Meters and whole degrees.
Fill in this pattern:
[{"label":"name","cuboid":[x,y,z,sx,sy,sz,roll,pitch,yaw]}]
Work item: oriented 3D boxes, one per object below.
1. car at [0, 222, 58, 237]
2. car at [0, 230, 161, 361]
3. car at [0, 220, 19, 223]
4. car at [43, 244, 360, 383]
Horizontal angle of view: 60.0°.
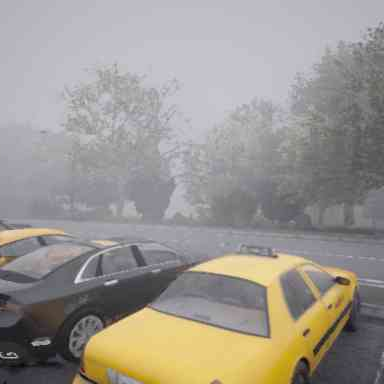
[{"label":"car","cuboid":[-3.593,1.582,7.712,2.097,1.535,5.008,-1,-1,36]},{"label":"car","cuboid":[-1.337,1.538,6.100,2.231,1.521,4.892,-1,-1,36]},{"label":"car","cuboid":[-5.868,1.509,9.308,2.185,1.767,4.553,-2,-1,36]},{"label":"car","cuboid":[1.026,1.498,4.645,1.946,1.575,5.366,-1,-1,36]}]
